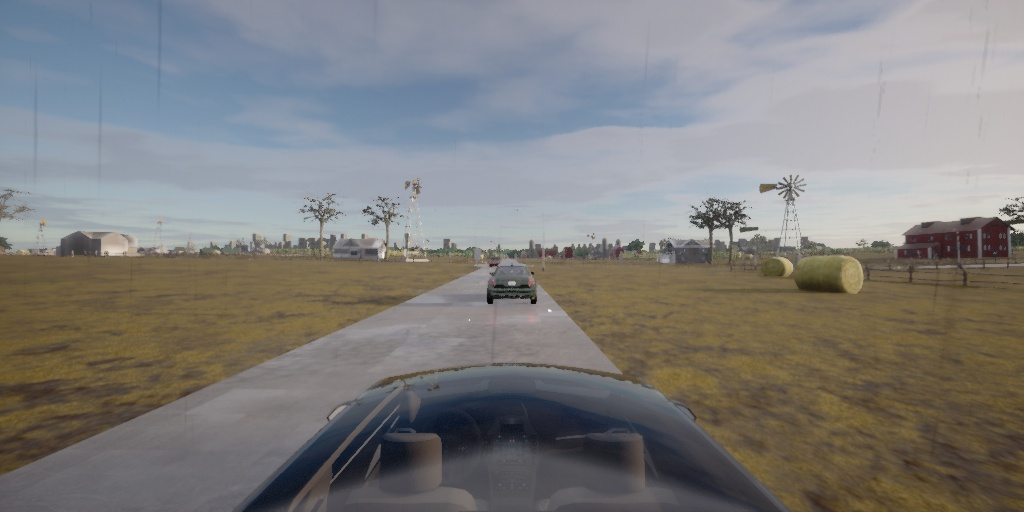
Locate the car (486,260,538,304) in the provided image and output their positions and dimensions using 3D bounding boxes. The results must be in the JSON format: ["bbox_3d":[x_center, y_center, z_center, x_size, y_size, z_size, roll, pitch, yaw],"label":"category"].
[{"bbox_3d":[0.000,1.112,16.473,2.097,1.767,4.553,0,0,0],"label":"car"}]

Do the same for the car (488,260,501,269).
[{"bbox_3d":[-2.750,1.313,58.483,1.895,1.301,4.718,0,0,0],"label":"car"}]
